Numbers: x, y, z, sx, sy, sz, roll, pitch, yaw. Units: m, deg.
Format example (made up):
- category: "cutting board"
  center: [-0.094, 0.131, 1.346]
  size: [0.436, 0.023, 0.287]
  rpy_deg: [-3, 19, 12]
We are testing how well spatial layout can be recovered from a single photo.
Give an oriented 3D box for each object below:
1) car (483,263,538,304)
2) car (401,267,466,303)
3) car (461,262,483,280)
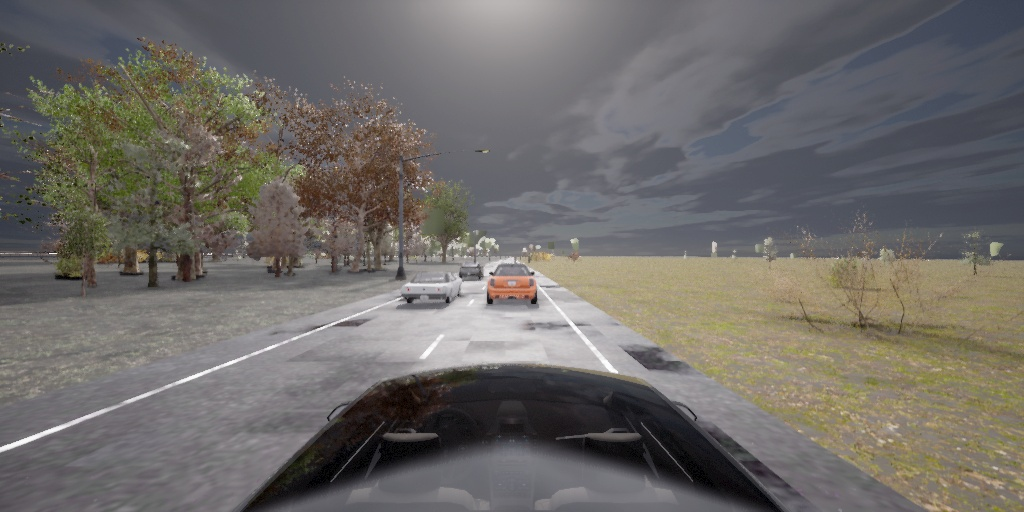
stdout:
- category: "car"
  center: [0.000, 1.118, 16.471]
  size: [2.097, 1.767, 4.553]
  rpy_deg: [0, 0, 0]
- category: "car"
  center: [-3.500, 1.368, 16.531]
  size: [1.895, 1.301, 4.718]
  rpy_deg: [0, 0, 0]
- category: "car"
  center: [-3.500, 1.251, 31.501]
  size: [2.128, 1.511, 4.902]
  rpy_deg: [0, 0, 0]
